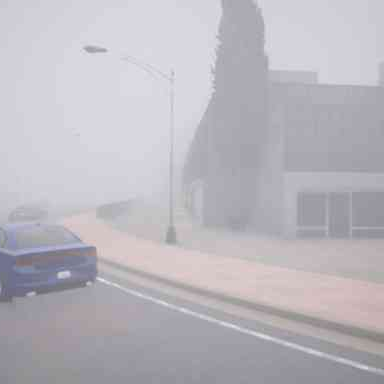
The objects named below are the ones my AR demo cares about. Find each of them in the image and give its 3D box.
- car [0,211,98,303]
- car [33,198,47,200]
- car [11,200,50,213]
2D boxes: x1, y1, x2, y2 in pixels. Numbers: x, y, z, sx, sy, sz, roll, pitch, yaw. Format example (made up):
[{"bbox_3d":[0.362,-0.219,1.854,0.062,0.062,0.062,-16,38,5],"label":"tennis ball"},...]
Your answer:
[{"bbox_3d":[-4.192,1.490,8.466,1.882,1.535,5.008,0,0,-42],"label":"car"},{"bbox_3d":[-21.893,1.595,47.631,1.812,1.442,4.674,1,0,-4],"label":"car"},{"bbox_3d":[-12.766,1.598,26.257,1.994,1.385,4.181,0,0,-11],"label":"car"}]
